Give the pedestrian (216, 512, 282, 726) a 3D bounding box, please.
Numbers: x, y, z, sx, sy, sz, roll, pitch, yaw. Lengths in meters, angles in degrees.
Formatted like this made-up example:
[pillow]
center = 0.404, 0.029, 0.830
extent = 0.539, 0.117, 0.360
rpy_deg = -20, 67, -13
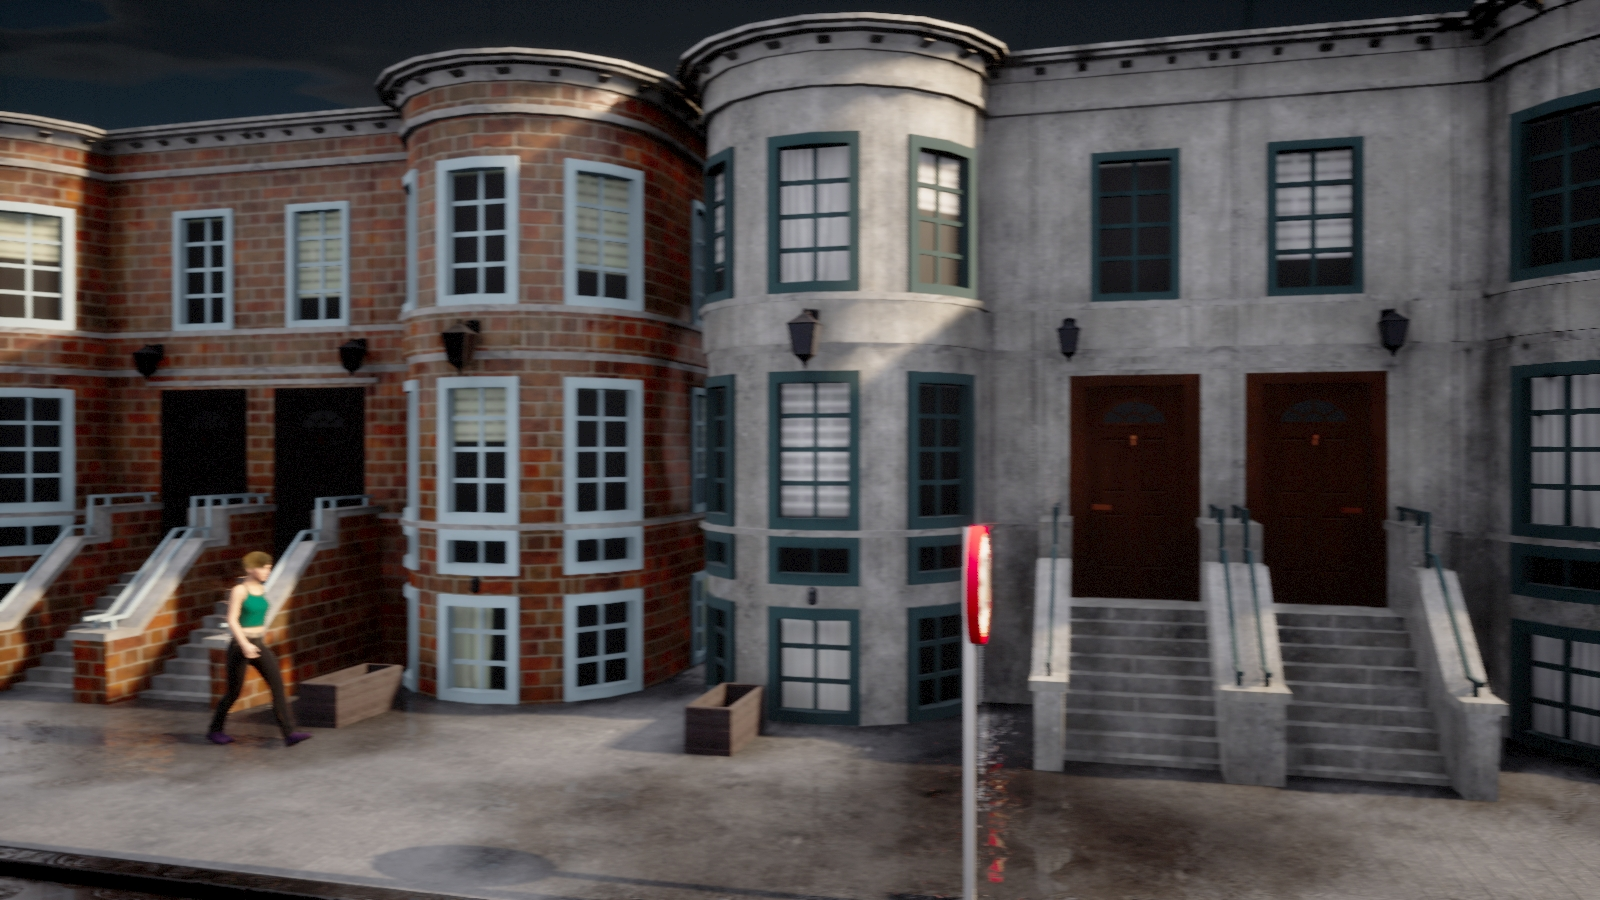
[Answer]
[pedestrian]
center = -4.974, 1.506, 10.320
extent = 0.375, 1.860, 0.375
rpy_deg = 0, 0, 16
